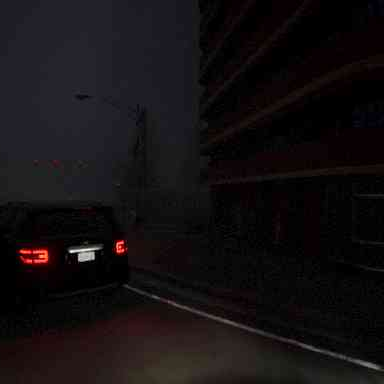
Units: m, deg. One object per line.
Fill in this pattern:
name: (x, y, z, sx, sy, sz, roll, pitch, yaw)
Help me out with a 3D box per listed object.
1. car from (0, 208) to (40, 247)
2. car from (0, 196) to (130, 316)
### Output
car: (-8.425, 1.564, 15.847, 1.994, 1.385, 4.181, 0, 0, -26)
car: (-3.554, 1.221, 7.879, 2.150, 2.045, 5.566, 0, 0, -40)
